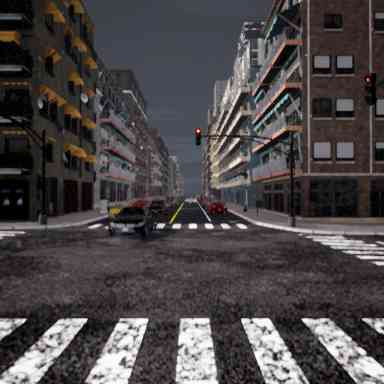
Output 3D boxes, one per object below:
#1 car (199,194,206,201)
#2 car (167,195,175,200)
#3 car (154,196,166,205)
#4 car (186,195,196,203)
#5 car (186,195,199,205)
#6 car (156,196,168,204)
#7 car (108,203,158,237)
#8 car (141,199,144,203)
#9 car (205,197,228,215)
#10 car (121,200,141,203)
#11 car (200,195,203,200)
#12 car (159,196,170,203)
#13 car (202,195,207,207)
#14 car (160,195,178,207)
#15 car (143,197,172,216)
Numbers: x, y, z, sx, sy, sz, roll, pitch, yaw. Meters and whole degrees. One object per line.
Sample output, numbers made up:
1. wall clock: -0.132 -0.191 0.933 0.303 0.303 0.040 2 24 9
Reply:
1. car: 2.727 1.356 81.923 2.097 1.767 4.553 0 0 0
2. car: -5.997 1.560 94.353 2.008 1.369 4.403 1 0 0
3. car: -5.886 1.526 61.043 1.752 1.417 4.829 1 0 0
4. car: -0.232 1.458 69.868 2.128 1.511 4.902 0 0 0
5. car: -0.198 1.601 59.891 1.895 1.301 4.718 0 0 0
6. car: -5.905 1.552 66.737 2.008 1.369 4.403 1 0 0
7. car: -3.160 1.524 18.037 1.812 1.442 4.674 0 0 0
8. car: -5.813 1.543 39.119 1.887 1.381 4.507 1 0 0
9. car: 2.586 1.543 33.609 1.887 1.381 4.507 1 0 0
10. car: -5.775 1.524 27.902 1.752 1.417 4.829 1 0 0
11. car: 2.531 1.581 50.180 1.802 1.307 4.206 1 0 0
12. car: -5.924 1.547 72.260 1.887 1.381 4.507 1 0 0
13. car: 2.569 1.439 39.133 1.967 1.590 4.097 1 0 0
14. car: -3.257 1.351 50.706 2.097 1.767 4.553 0 0 0
15. car: -3.207 1.502 32.006 1.837 1.490 4.892 0 0 0
